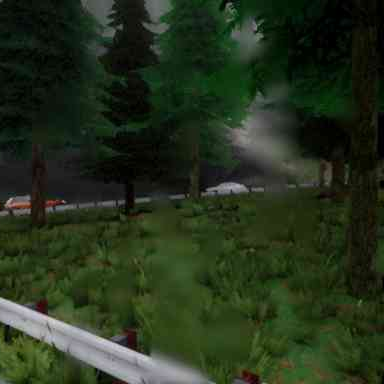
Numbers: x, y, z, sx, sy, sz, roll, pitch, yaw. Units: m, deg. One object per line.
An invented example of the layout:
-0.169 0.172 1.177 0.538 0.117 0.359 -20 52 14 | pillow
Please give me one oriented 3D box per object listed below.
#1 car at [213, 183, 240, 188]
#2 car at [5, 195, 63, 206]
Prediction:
3.661 -0.302 37.218 4.674 1.442 1.812 -4 1 -8 | car
-12.170 0.957 26.131 4.553 1.767 2.097 -5 3 -37 | car
